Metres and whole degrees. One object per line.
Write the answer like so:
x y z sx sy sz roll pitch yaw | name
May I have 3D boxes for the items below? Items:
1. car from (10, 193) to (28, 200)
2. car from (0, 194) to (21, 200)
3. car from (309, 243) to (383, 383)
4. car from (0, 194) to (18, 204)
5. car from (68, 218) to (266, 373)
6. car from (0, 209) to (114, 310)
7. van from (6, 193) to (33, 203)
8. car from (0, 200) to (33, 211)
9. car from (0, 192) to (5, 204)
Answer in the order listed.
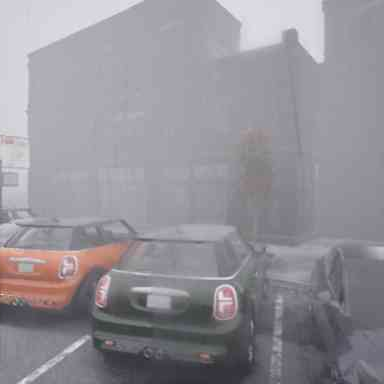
-24.088 1.125 46.470 5.566 2.045 2.435 1 1 14 | car
-25.743 1.404 44.008 4.792 1.488 2.163 1 1 14 | car
2.632 1.514 4.234 2.163 1.488 4.792 1 0 16 | car
-34.669 1.217 61.115 4.553 1.767 2.185 -1 -1 14 | car
0.178 1.349 5.984 2.185 1.767 4.553 0 -1 16 | car
-2.263 1.340 7.730 2.185 1.767 4.553 0 -1 16 | car
-33.064 1.119 63.631 4.442 1.987 1.878 -1 0 14 | van
-7.120 1.324 11.282 2.185 1.767 4.553 1 -1 15 | car
-36.301 1.089 58.600 5.566 2.045 2.435 -1 -1 14 | car
